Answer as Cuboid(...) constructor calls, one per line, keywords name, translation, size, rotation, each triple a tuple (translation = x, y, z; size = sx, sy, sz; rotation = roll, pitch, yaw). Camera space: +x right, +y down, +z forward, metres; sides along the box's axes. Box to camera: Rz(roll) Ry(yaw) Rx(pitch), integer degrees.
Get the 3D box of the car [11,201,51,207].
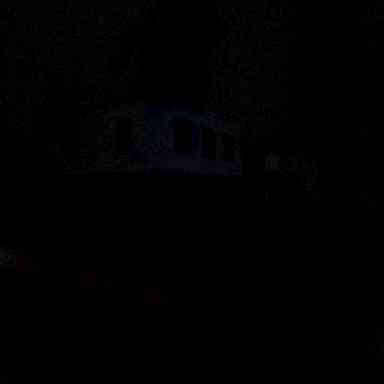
Cuboid(name="car", translation=(-14.724, 1.527, 29.203), size=(2.033, 1.411, 5.357), rotation=(0, 0, 29))
